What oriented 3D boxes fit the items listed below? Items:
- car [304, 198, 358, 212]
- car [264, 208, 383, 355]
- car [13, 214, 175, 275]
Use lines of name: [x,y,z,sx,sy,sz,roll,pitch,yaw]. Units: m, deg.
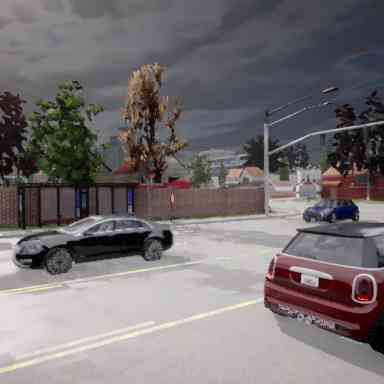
car: [10.060,1.258,23.992,4.553,1.767,2.097,-1,0,-36]
car: [3.495,1.344,6.249,4.553,1.767,2.097,0,0,-36]
car: [-2.874,1.491,10.543,4.902,1.511,2.128,0,0,-36]
